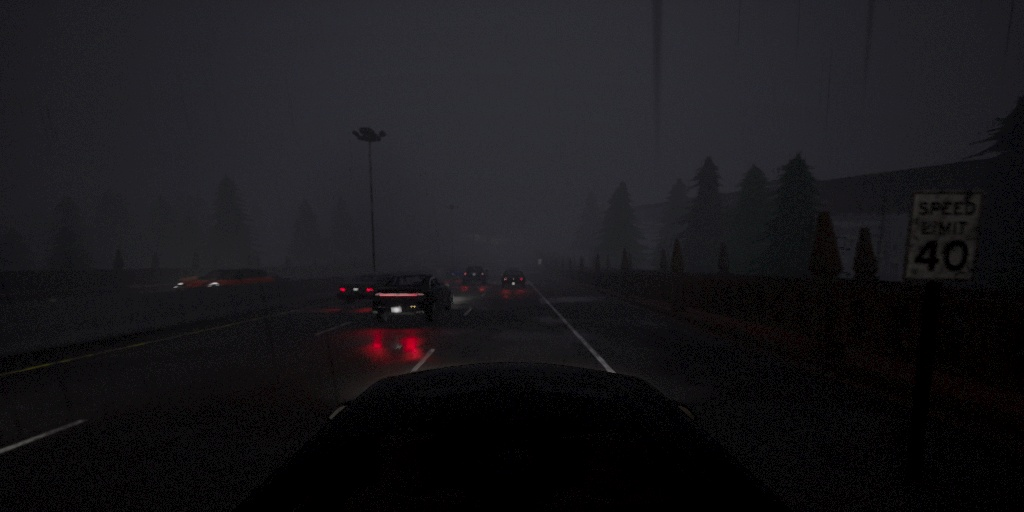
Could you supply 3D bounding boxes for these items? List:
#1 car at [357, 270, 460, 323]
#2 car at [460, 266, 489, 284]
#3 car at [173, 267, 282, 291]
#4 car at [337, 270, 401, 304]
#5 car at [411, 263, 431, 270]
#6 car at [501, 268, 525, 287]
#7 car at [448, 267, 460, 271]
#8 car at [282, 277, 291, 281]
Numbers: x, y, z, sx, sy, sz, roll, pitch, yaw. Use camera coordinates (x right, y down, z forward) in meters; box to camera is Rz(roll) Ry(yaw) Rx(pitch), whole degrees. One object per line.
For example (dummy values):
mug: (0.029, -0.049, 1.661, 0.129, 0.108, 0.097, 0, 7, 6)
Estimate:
car: (-3.396, 1.416, 12.964, 2.128, 1.511, 4.902, 0, -1, 0)
car: (-3.388, 1.722, 34.157, 2.097, 1.767, 4.553, 0, -1, 0)
car: (-14.092, 1.381, 17.839, 2.097, 1.767, 4.553, 0, -1, 0)
car: (-6.894, 1.586, 18.313, 2.033, 1.411, 5.357, 0, -1, 0)
car: (-14.029, 2.211, 56.910, 1.812, 1.442, 4.674, 0, 1, 1)
car: (0.110, 1.883, 30.000, 1.895, 1.301, 4.718, 0, -1, 0)
car: (-6.885, 2.063, 44.484, 1.882, 1.535, 5.008, 0, -1, 0)
car: (-17.589, 1.774, 24.712, 1.895, 1.301, 4.718, 0, -1, 0)
